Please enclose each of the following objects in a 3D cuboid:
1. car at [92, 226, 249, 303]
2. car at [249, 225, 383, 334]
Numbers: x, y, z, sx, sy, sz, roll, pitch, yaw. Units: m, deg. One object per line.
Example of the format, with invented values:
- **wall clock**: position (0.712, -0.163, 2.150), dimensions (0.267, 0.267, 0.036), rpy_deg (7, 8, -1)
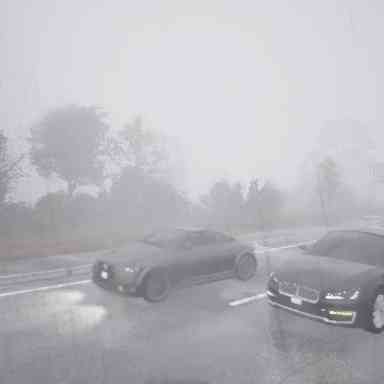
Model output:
- **car**: position (-0.291, 1.580, 8.319), dimensions (4.181, 1.385, 1.994), rpy_deg (0, 0, -38)
- **car**: position (3.581, 1.511, 6.908), dimensions (4.892, 1.490, 1.837), rpy_deg (0, 0, -39)
